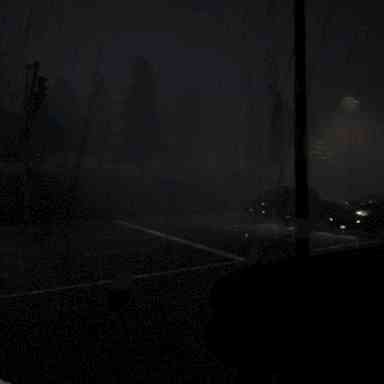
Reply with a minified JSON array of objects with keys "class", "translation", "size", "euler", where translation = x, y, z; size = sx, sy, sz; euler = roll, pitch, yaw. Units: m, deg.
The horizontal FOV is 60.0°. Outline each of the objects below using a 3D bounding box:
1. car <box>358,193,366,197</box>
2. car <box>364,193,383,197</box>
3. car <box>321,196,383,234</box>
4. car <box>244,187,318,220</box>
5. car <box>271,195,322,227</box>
[{"class":"car","translation":[14.546,0.813,27.112],"size":[4.674,1.442,1.812],"euler":[-1,1,-29]},{"class":"car","translation":[14.306,0.928,22.981],"size":[4.181,1.385,1.994],"euler":[-1,1,-28]},{"class":"car","translation":[9.032,1.115,16.105],"size":[5.357,1.411,2.033],"euler":[-1,1,-29]},{"class":"car","translation":[6.203,0.720,22.511],"size":[5.566,2.045,2.150],"euler":[-1,1,-28]},{"class":"car","translation":[6.932,1.114,18.942],"size":[4.181,1.385,1.994],"euler":[-1,1,-29]}]
